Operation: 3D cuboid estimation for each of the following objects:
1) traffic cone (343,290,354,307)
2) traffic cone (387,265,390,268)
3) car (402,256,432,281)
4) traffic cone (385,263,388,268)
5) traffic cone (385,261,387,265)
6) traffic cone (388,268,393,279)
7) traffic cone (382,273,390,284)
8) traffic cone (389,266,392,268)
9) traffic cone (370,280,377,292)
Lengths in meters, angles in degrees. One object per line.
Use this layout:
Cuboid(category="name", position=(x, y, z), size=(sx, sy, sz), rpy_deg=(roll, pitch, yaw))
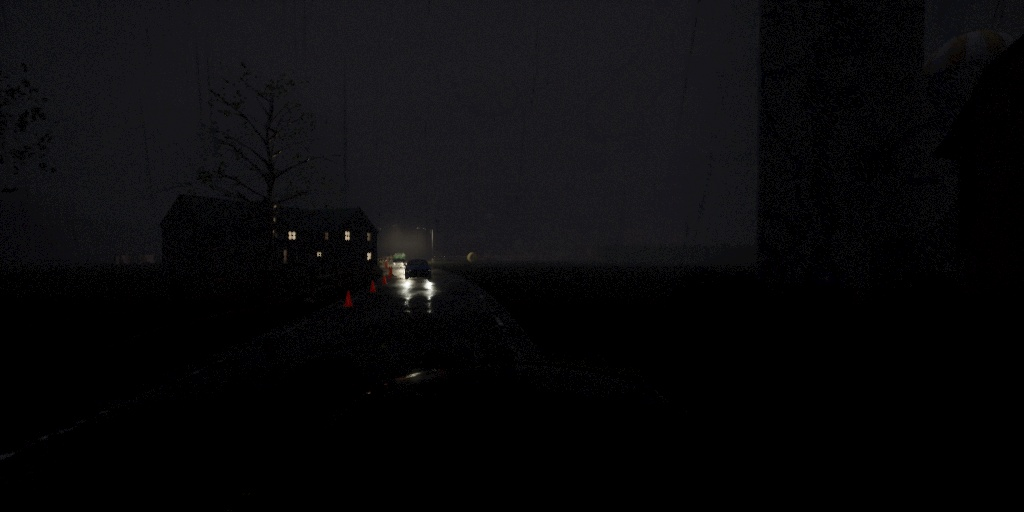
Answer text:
Cuboid(category="traffic cone", position=(-6.180, 1.592, 13.552), size=(0.340, 0.580, 0.340), rpy_deg=(0, 0, -10))
Cuboid(category="traffic cone", position=(-12.547, 1.380, 37.268), size=(0.340, 0.580, 0.340), rpy_deg=(0, 0, -20))
Cuboid(category="car", position=(-7.253, 0.986, 27.617), size=(1.882, 1.535, 5.008), rpy_deg=(0, 1, -16))
Cuboid(category="traffic cone", position=(-14.292, 1.341, 41.864), size=(0.340, 0.580, 0.340), rpy_deg=(0, 0, -22))
Cuboid(category="traffic cone", position=(-16.196, 1.303, 46.456), size=(0.340, 0.580, 0.340), rpy_deg=(0, 0, -22))
Cuboid(category="traffic cone", position=(-9.523, 1.463, 27.912), size=(0.340, 0.580, 0.340), rpy_deg=(0, 0, -16))
Cuboid(category="traffic cone", position=(-8.248, 1.505, 23.164), size=(0.340, 0.580, 0.340), rpy_deg=(0, 0, -14))
Cuboid(category="traffic cone", position=(-10.956, 1.421, 32.615), size=(0.340, 0.580, 0.340), rpy_deg=(0, 0, -18))
Cuboid(category="traffic cone", position=(-7.133, 1.549, 18.376), size=(0.340, 0.580, 0.340), rpy_deg=(0, 0, -12))
